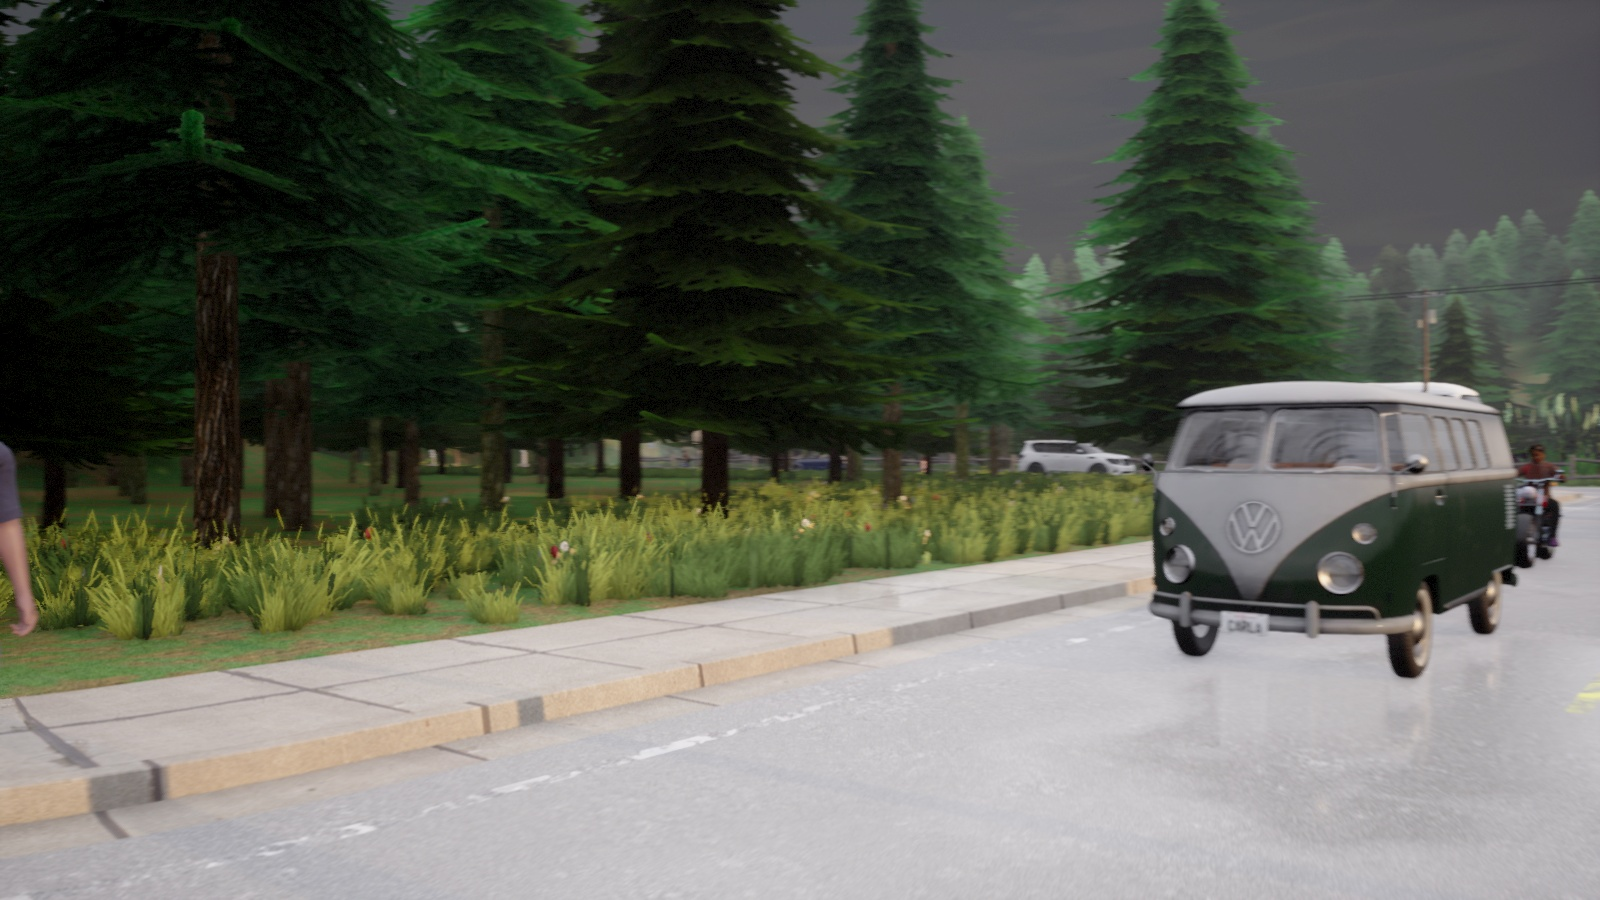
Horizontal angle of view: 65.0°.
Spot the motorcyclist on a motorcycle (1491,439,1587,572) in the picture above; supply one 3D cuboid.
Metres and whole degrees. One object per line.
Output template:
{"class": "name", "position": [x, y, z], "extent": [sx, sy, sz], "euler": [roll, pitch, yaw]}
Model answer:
{"class": "motorcyclist on a motorcycle", "position": [9.864, 0.680, 16.720], "extent": [0.766, 1.649, 2.350], "euler": [0, 0, 39]}

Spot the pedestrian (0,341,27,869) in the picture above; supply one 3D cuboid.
{"class": "pedestrian", "position": [-3.105, 0.539, 4.539], "extent": [0.706, 1.836, 0.354], "euler": [0, 0, 43]}

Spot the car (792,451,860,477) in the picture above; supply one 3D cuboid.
{"class": "car", "position": [1.536, 0.818, 74.799], "extent": [3.705, 1.549, 1.789], "euler": [0, 0, 40]}

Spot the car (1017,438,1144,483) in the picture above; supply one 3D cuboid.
{"class": "car", "position": [13.423, 0.464, 60.360], "extent": [5.566, 2.045, 2.150], "euler": [0, 0, 40]}

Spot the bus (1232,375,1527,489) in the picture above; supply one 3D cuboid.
{"class": "bus", "position": [23.573, -0.698, 51.556], "extent": [10.273, 4.253, 3.944], "euler": [0, 0, 41]}

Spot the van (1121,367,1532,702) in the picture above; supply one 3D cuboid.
{"class": "van", "position": [4.276, 0.501, 9.736], "extent": [1.775, 1.987, 4.442], "euler": [0, 0, 39]}
